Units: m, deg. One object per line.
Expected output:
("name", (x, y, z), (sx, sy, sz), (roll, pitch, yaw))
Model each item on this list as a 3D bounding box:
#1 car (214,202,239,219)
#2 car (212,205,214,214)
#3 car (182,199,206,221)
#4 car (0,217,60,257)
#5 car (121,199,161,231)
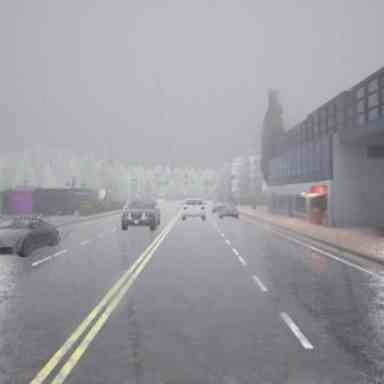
("car", (3.660, 1.997, 34.069), (2.033, 1.411, 5.357), (0, -1, 1))
("car", (3.658, 2.112, 44.413), (1.812, 1.442, 4.674), (0, -1, 1))
("car", (0.180, 1.650, 32.347), (2.150, 2.045, 5.566), (0, -1, 0))
("car", (-7.057, 1.748, 13.574), (1.994, 1.385, 4.181), (0, -1, 0))
("car", (-3.450, 1.540, 23.412), (2.150, 2.045, 5.566), (0, -1, 0))
